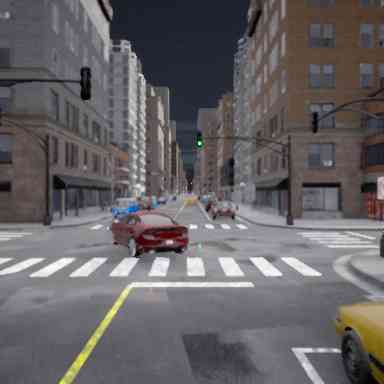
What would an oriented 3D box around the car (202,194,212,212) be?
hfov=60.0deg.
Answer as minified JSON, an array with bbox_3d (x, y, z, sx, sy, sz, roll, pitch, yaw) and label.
[{"bbox_3d":[2.670,1.458,40.678,2.192,1.841,5.009,0,0,0],"label":"car"}]

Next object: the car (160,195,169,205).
[{"bbox_3d":[-5.854,1.741,63.007,1.887,1.381,4.507,0,0,0],"label":"car"}]

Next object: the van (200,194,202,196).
[{"bbox_3d":[2.672,1.527,57.433,1.690,1.788,3.998,0,0,0],"label":"van"}]

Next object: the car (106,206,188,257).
[{"bbox_3d":[-1.925,1.529,13.353,1.882,1.535,5.008,1,0,-28],"label":"car"}]

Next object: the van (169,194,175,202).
[{"bbox_3d":[-5.853,1.575,85.351,1.690,1.788,3.998,0,0,0],"label":"van"}]

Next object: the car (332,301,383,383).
[{"bbox_3d":[2.668,1.535,2.482,1.752,1.417,4.829,0,0,0],"label":"car"}]

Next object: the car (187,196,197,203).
[{"bbox_3d":[0.003,1.582,70.506,2.033,1.411,5.357,0,0,0],"label":"car"}]

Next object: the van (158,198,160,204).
[{"bbox_3d":[-5.855,1.501,46.248,1.690,1.788,3.998,0,0,0],"label":"van"}]

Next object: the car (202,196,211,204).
[{"bbox_3d":[3.148,1.716,72.330,1.837,1.490,4.892,0,0,0],"label":"car"}]

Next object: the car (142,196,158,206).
[{"bbox_3d":[-5.856,1.459,40.663,2.192,1.841,5.009,0,0,0],"label":"car"}]

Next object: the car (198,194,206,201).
[{"bbox_3d":[2.673,1.556,90.943,2.192,1.841,5.009,0,0,0],"label":"car"}]

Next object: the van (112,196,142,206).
[{"bbox_3d":[-5.856,1.448,29.490,1.690,1.788,3.998,0,0,0],"label":"van"}]

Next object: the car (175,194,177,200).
[{"bbox_3d":[-5.852,1.808,90.937,1.947,1.339,4.313,0,0,0],"label":"car"}]

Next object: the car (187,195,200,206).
[{"bbox_3d":[0.050,1.668,60.063,1.882,1.535,5.008,0,0,0],"label":"car"}]

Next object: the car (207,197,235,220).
[{"bbox_3d":[2.669,1.547,29.507,1.967,1.590,4.097,0,0,0],"label":"car"}]

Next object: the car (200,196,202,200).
[{"bbox_3d":[2.671,1.724,51.847,2.008,1.369,4.403,0,0,0],"label":"car"}]
